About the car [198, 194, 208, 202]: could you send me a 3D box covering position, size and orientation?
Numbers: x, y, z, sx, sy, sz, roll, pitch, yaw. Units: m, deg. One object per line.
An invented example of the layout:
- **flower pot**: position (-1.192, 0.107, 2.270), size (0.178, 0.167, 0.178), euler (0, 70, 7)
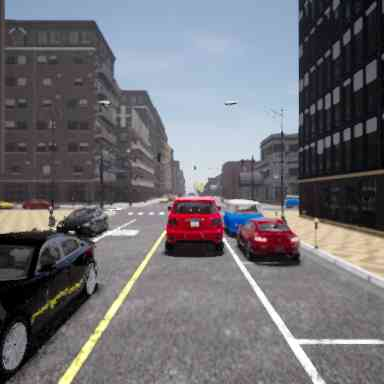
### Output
- **car**: position (2.687, 1.332, 79.231), size (2.192, 1.841, 5.009), euler (0, 0, 0)

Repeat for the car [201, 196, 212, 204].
- **car**: position (2.688, 1.528, 62.783), size (1.752, 1.417, 4.829), euler (0, 0, 0)

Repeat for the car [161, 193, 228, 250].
- **car**: position (0.099, 1.216, 14.372), size (2.150, 2.045, 5.566), euler (0, 0, 0)

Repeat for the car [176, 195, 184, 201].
- **car**: position (-3.008, 1.548, 84.850), size (1.812, 1.442, 4.674), euler (0, 0, 0)

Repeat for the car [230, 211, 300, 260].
- **car**: position (2.659, 1.576, 12.137), size (1.802, 1.307, 4.206), euler (0, 0, 0)

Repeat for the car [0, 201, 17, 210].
- **car**: position (-22.962, 1.446, 38.622), size (4.829, 1.417, 1.752), euler (0, 0, 0)

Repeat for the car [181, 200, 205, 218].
- **car**: position (0.097, 1.536, 31.321), size (2.033, 1.411, 5.357), euler (0, 0, 0)

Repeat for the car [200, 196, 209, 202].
- **car**: position (2.686, 1.593, 73.691), size (1.802, 1.307, 4.206), euler (0, 0, 0)

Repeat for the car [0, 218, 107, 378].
- **car**: position (-3.100, 1.474, 5.719), size (1.882, 1.535, 5.008), euler (0, 0, 0)

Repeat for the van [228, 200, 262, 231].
- **van**: position (2.660, 1.333, 17.826), size (1.690, 1.788, 3.998), euler (0, 0, 0)

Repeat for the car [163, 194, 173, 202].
- **car**: position (-5.694, 1.332, 79.229), size (2.192, 1.841, 5.009), euler (0, 0, 0)

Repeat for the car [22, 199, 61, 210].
- **car**: position (-17.469, 1.513, 38.635), size (4.206, 1.307, 1.802), euler (0, 0, 0)

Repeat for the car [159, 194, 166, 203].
- **car**: position (-5.694, 1.531, 67.980), size (1.752, 1.417, 4.829), euler (0, 0, 0)

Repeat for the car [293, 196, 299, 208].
- **car**: position (14.919, 1.338, 38.719), size (5.009, 1.841, 2.192), euler (0, 0, 0)

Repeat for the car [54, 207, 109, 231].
- **car**: position (-5.688, 1.558, 17.851), size (1.947, 1.339, 4.313), euler (0, 0, 0)

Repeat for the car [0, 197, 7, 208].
- **car**: position (-28.987, 1.473, 46.986), size (4.829, 1.417, 1.752), euler (0, 0, 0)

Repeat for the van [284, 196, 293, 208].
- **van**: position (14.896, 1.401, 47.098), size (3.998, 1.788, 1.690), euler (0, 0, 0)

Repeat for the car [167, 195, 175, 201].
- **car**: position (-5.696, 1.582, 90.307), size (2.008, 1.369, 4.403), euler (0, 0, 0)
